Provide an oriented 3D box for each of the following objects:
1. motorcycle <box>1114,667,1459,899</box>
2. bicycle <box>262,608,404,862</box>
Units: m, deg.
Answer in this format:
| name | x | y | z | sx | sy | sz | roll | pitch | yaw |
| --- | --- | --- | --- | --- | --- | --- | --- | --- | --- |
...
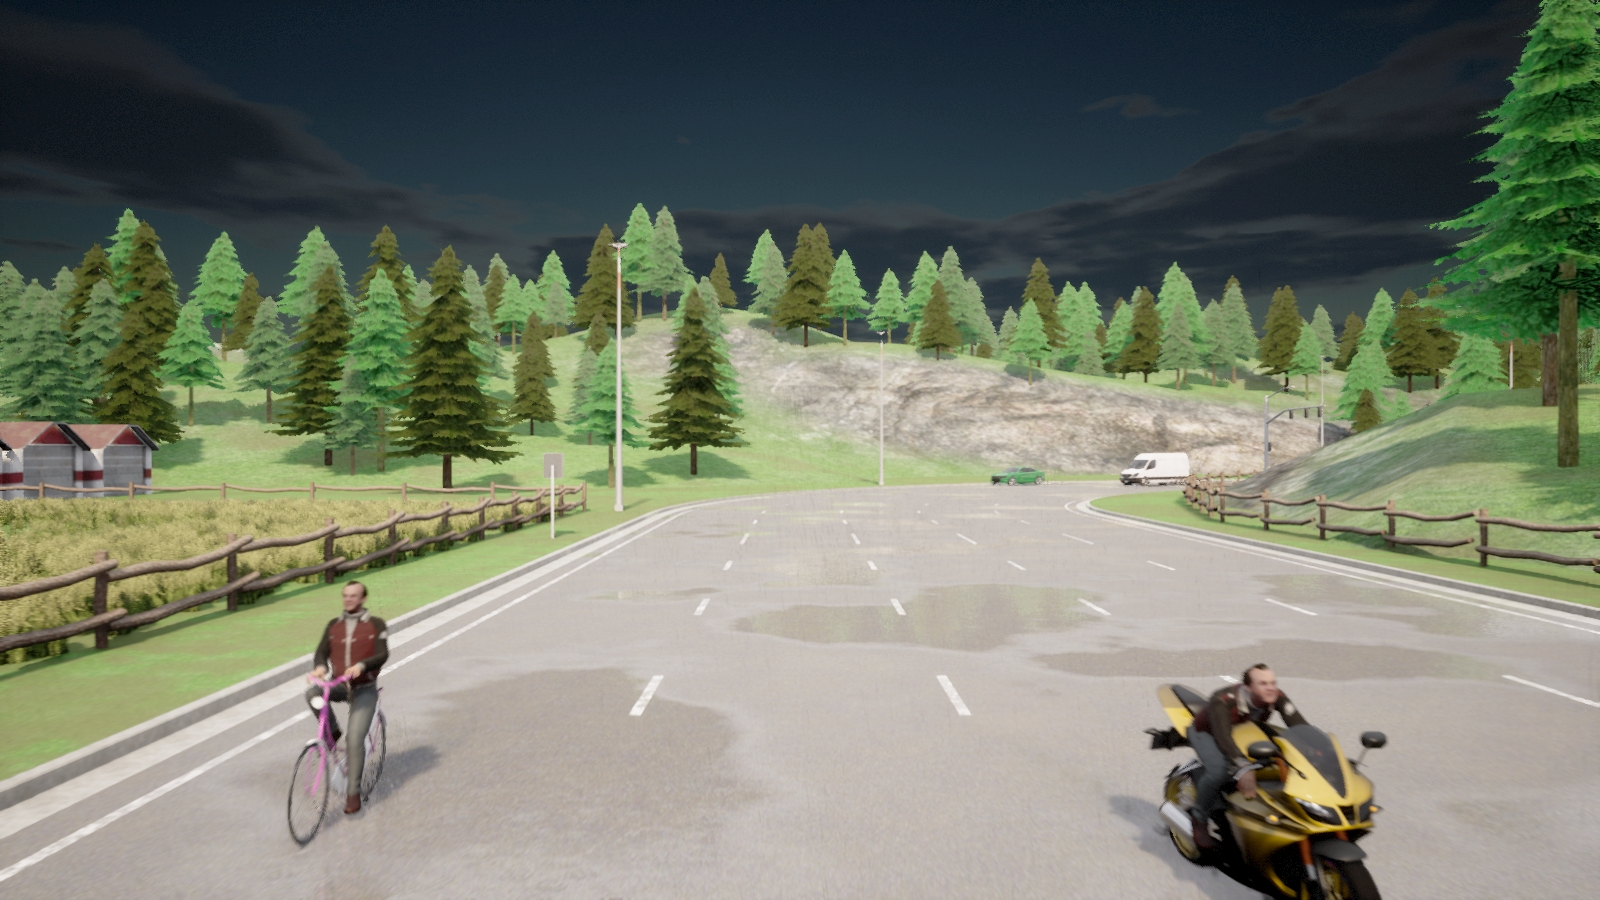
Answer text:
| name | x | y | z | sx | sy | sz | roll | pitch | yaw |
| --- | --- | --- | --- | --- | --- | --- | --- | --- | --- |
| motorcycle | 2.849 | 2.204 | 7.034 | 0.867 | 1.251 | 2.209 | -2 | 1 | -10 |
| bicycle | -3.488 | 2.059 | 8.672 | 0.329 | 1.471 | 1.835 | 0 | 0 | 0 |
